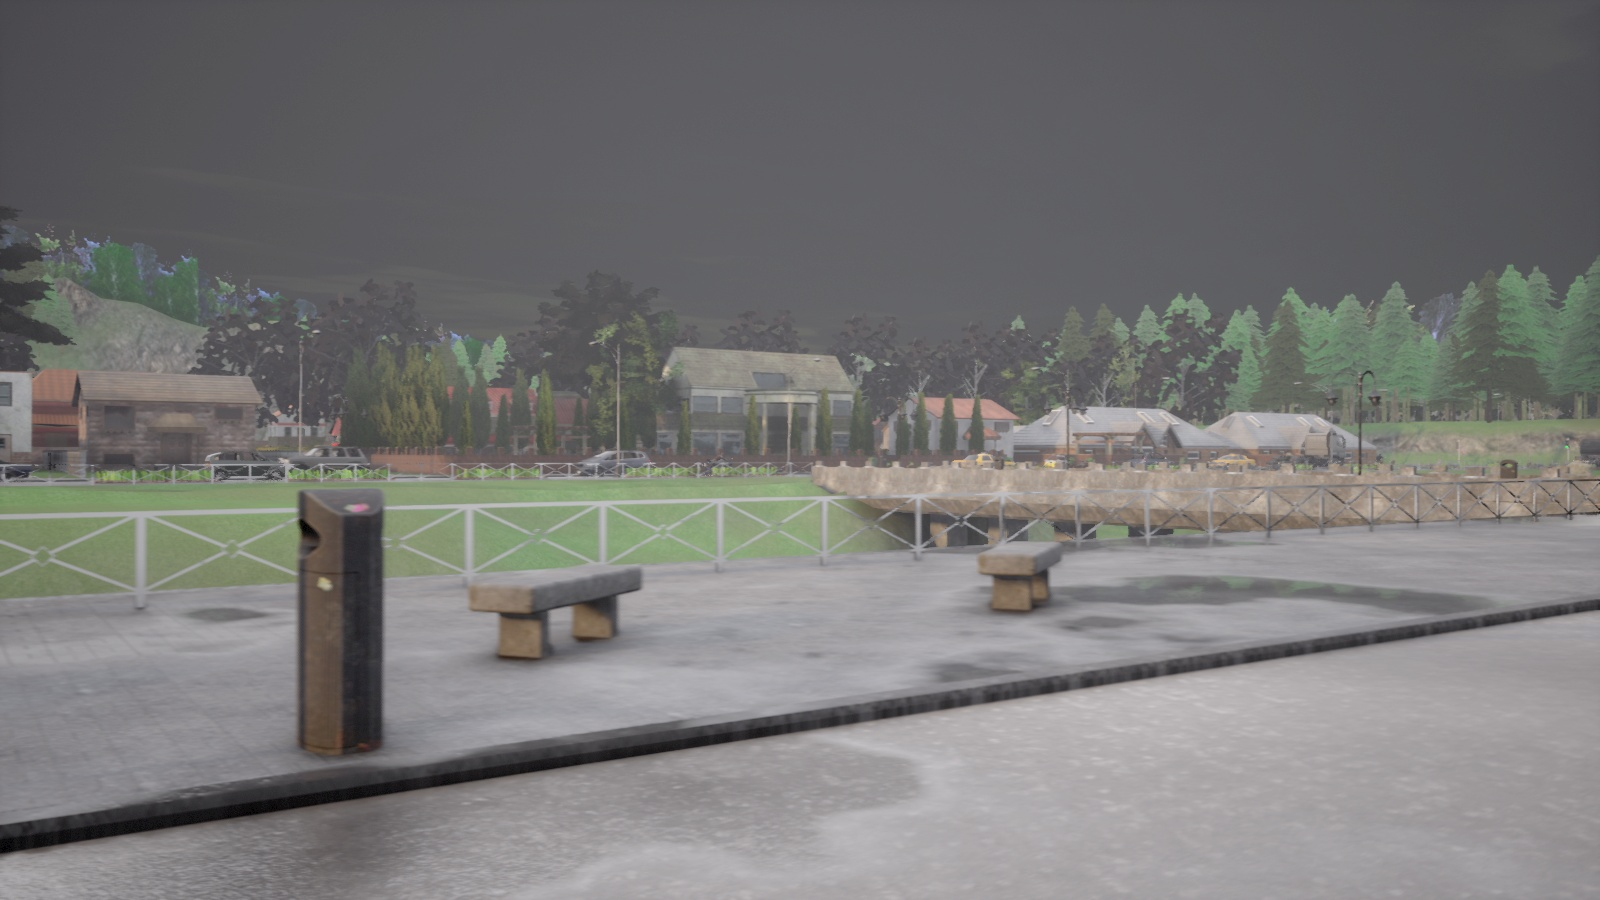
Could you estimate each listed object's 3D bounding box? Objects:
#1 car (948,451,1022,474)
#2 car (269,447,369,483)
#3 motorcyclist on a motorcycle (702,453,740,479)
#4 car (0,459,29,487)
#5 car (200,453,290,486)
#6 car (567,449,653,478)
[{"bbox_3d":[13.037,0.873,88.497,5.366,1.575,1.801,0,0,-35],"label":"car"},{"bbox_3d":[-25.488,0.778,66.568,4.605,1.855,1.932,0,0,-35],"label":"car"},{"bbox_3d":[-4.784,0.976,76.098,2.191,1.530,0.866,0,0,-35],"label":"motorcyclist on a motorcycle"},{"bbox_3d":[-38.236,1.067,57.698,4.718,1.301,1.895,0,0,-35],"label":"car"},{"bbox_3d":[-26.826,0.929,60.763,3.705,1.549,1.789,0,0,-35],"label":"car"},{"bbox_3d":[-11.534,0.800,76.276,4.611,1.667,2.242,0,0,-35],"label":"car"}]
